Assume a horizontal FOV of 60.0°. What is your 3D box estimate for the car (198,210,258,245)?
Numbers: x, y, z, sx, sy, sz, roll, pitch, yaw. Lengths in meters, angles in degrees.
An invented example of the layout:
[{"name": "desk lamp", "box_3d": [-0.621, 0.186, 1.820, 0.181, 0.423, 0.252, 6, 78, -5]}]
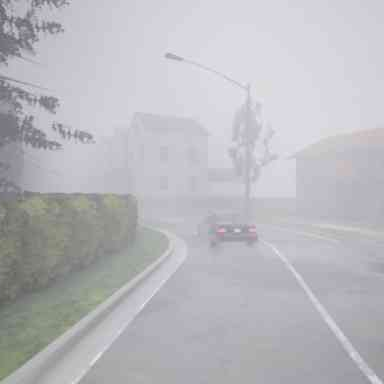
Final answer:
[{"name": "car", "box_3d": [1.465, 1.544, 15.406, 2.033, 1.411, 5.357, 1, 0, -7]}]
